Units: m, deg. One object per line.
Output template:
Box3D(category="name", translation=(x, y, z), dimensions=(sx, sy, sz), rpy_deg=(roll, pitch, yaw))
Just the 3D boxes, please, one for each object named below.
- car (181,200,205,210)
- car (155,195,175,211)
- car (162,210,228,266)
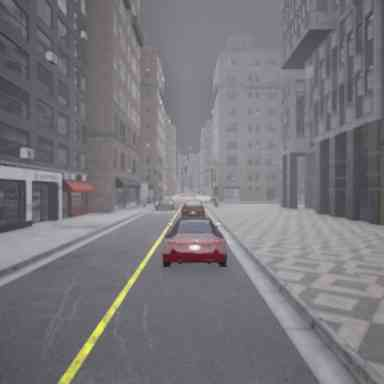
Box3D(category="car", translation=(0.083, 1.383, 27.525), dimensions=(1.882, 1.535, 5.008), rpy_deg=(0, 0, 0))
Box3D(category="car", translation=(-3.093, 1.215, 38.744), dimensions=(2.097, 1.767, 4.553), rpy_deg=(0, 0, 0))
Box3D(category="car", translation=(0.084, 1.528, 11.380), dimensions=(1.994, 1.385, 4.181), rpy_deg=(0, 0, 0))
